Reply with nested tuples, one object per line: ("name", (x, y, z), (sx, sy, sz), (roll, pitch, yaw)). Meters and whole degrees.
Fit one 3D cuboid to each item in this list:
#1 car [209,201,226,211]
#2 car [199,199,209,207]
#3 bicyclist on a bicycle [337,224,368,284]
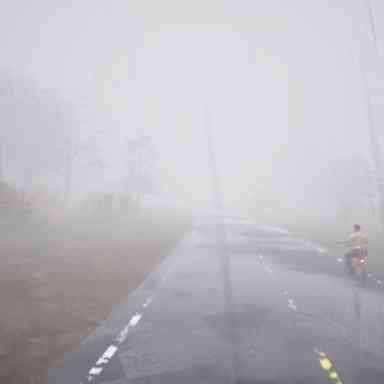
("car", (4.566, 2.348, 55.603), (1.837, 1.490, 4.892), (2, 0, -3))
("car", (2.833, 2.336, 73.160), (2.097, 1.767, 4.553), (2, -1, -8))
("bicyclist on a bicycle", (4.708, 1.729, 9.614), (0.866, 1.612, 1.509), (2, -1, 5))
